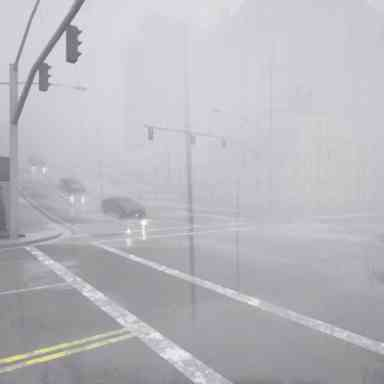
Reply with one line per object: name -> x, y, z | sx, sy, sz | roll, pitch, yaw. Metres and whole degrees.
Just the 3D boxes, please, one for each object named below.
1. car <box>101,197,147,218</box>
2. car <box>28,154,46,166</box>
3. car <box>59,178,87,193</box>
car -> -5.569, 1.102, 26.530 | 2.033, 1.411, 5.357 | 0, 5, -36
car -> -25.268, -5.299, 54.282 | 2.097, 1.767, 4.553 | 0, 10, -35
car -> -13.611, -0.854, 37.797 | 2.033, 1.411, 5.357 | 0, 11, -35
